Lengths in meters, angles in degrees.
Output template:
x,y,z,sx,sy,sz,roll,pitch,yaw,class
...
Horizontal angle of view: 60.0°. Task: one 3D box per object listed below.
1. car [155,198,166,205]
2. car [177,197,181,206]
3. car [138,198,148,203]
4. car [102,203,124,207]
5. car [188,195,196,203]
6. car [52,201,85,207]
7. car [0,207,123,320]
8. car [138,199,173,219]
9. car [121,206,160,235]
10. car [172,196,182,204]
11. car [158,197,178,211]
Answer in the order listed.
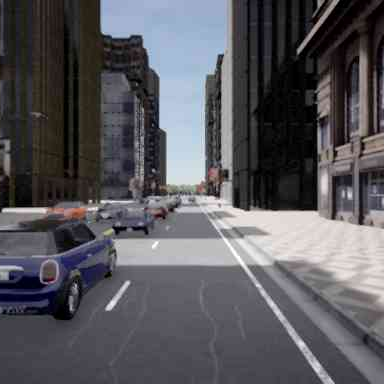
x,y,z,sx,sy,sz,roll,pitch,yaw,class
-6.505,1.962,68.710,1.895,1.301,4.718,0,0,0,car
-3.254,1.795,52.621,2.163,1.488,4.792,0,0,0,car
-9.755,1.918,68.322,1.994,1.385,4.181,0,0,0,car
-6.598,1.643,27.690,2.128,1.511,4.902,0,0,0,car
-0.006,1.966,84.372,1.812,1.442,4.674,0,0,0,car
-9.848,1.496,26.343,2.097,1.767,4.553,0,0,0,car
-3.149,1.392,7.545,2.097,1.767,4.553,0,0,0,car
-3.253,1.672,30.621,2.163,1.488,4.792,0,0,0,car
-3.252,1.708,19.621,1.895,1.301,4.718,0,0,0,car
-3.256,1.838,74.591,2.033,1.649,4.856,0,0,0,car
-3.253,1.733,41.621,2.163,1.488,4.792,0,0,0,car
